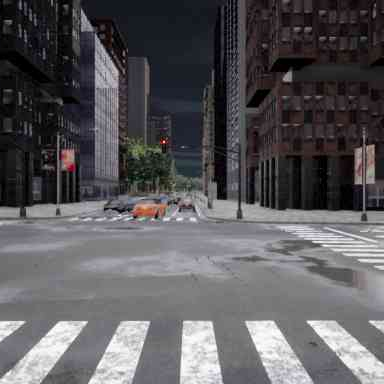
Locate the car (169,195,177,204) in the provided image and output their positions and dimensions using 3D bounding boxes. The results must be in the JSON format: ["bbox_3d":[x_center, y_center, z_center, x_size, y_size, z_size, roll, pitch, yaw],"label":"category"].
[{"bbox_3d":[-3.336,1.651,60.251,1.895,1.301,4.718,0,0,0],"label":"car"}]

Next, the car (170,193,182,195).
[{"bbox_3d":[-3.512,1.568,75.958,1.882,1.535,5.008,0,0,0],"label":"car"}]

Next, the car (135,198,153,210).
[{"bbox_3d":[-6.456,1.543,45.253,1.812,1.442,4.674,0,0,0],"label":"car"}]

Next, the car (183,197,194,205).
[{"bbox_3d":[-0.679,1.596,60.637,1.887,1.381,4.507,0,0,0],"label":"car"}]

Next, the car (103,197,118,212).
[{"bbox_3d":[-9.089,1.569,38.895,1.947,1.339,4.313,0,0,0],"label":"car"}]

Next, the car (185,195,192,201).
[{"bbox_3d":[-0.853,1.685,93.187,1.887,1.381,4.507,0,0,0],"label":"car"}]

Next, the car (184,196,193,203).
[{"bbox_3d":[-0.738,1.604,71.657,1.752,1.417,4.829,0,0,0],"label":"car"}]

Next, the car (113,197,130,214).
[{"bbox_3d":[-6.403,1.543,35.027,2.033,1.411,5.357,0,0,0],"label":"car"}]

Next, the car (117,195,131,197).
[{"bbox_3d":[-9.118,1.330,44.321,2.192,1.841,5.009,0,0,0],"label":"car"}]

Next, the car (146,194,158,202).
[{"bbox_3d":[-9.292,1.408,76.877,2.192,1.841,5.009,0,0,0],"label":"car"}]

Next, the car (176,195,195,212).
[{"bbox_3d":[-0.564,1.444,38.938,1.967,1.590,4.097,0,0,0],"label":"car"}]

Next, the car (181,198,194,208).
[{"bbox_3d":[-0.621,1.608,49.787,1.802,1.307,4.206,0,0,0],"label":"car"}]

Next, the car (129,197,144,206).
[{"bbox_3d":[-9.174,1.564,55.003,1.752,1.417,4.829,0,0,0],"label":"car"}]

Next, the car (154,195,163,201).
[{"bbox_3d":[-9.377,1.685,93.154,1.887,1.381,4.507,0,0,0],"label":"car"}]

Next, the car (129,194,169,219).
[{"bbox_3d":[-3.620,1.334,28.955,2.097,1.767,4.553,0,0,5],"label":"car"}]
